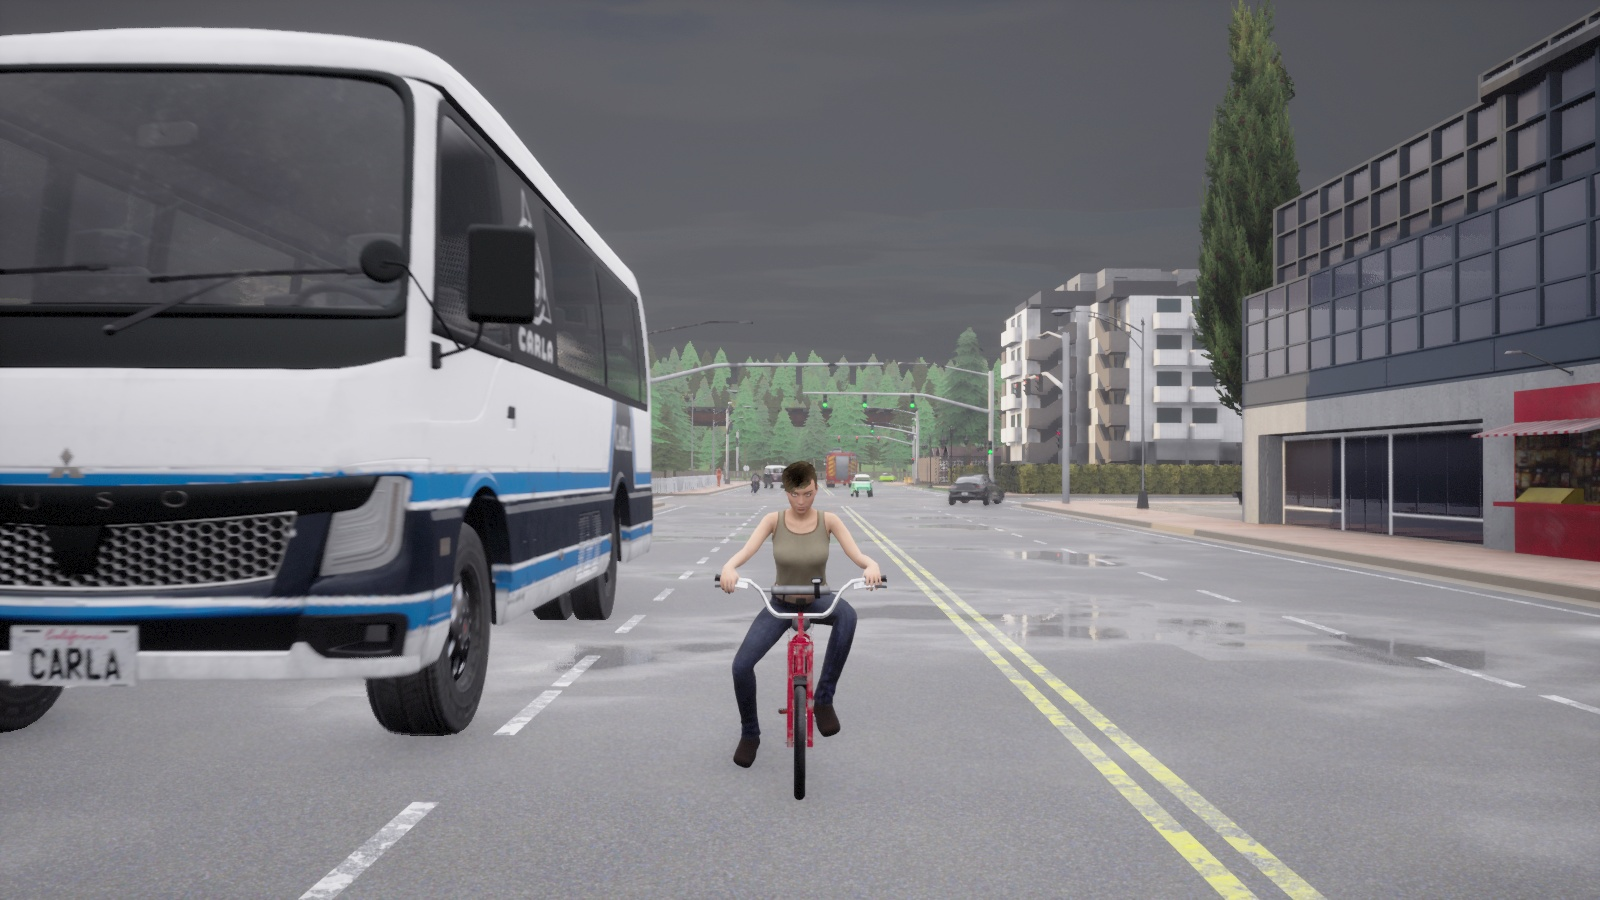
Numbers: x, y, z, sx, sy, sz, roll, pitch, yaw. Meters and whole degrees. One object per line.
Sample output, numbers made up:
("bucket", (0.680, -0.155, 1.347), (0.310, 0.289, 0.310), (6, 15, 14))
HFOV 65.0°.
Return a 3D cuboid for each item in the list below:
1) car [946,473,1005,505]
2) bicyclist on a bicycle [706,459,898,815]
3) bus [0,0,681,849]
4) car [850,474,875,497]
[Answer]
("car", (8.349, 1.802, 59.390), (1.812, 1.442, 4.674), (-1, -1, 20))
("bicyclist on a bicycle", (0.010, 0.859, 6.460), (0.866, 1.612, 1.509), (0, -1, 0))
("bus", (-3.478, -0.374, 10.410), (3.944, 4.253, 10.273), (0, -1, 0))
("car", (3.818, 2.142, 76.915), (1.481, 1.376, 2.207), (0, -1, 0))
